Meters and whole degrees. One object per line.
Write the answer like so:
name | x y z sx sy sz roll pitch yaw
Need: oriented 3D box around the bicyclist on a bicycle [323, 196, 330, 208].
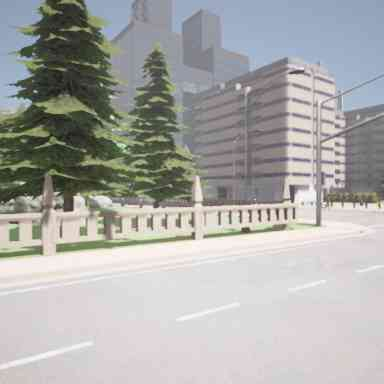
bicyclist on a bicycle | 17.413 1.320 43.011 1.656 1.620 0.582 0 0 -35

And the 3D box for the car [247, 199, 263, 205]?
car | 7.252 1.539 38.376 1.812 1.442 4.674 0 0 -36
